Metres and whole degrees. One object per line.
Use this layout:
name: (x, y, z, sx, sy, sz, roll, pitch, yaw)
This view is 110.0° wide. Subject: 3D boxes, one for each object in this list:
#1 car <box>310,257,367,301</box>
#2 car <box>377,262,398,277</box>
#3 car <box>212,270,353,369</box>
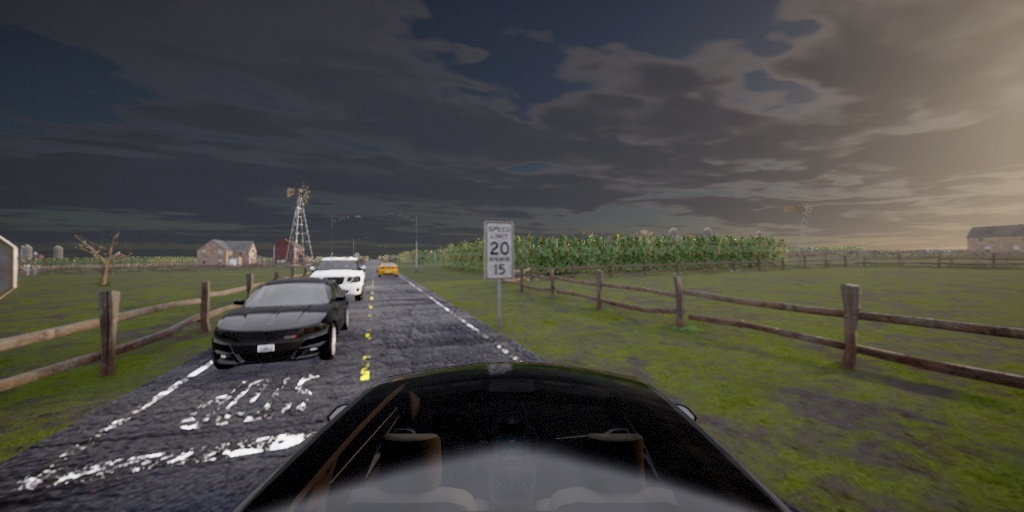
car: (-8.540, 1.065, 17.804, 2.150, 2.045, 5.566, 0, 0, -21)
car: (-13.294, 1.422, 38.395, 1.882, 1.535, 5.008, 0, 0, -20)
car: (-4.939, 1.269, 8.286, 1.882, 1.535, 5.008, 0, 0, -20)
